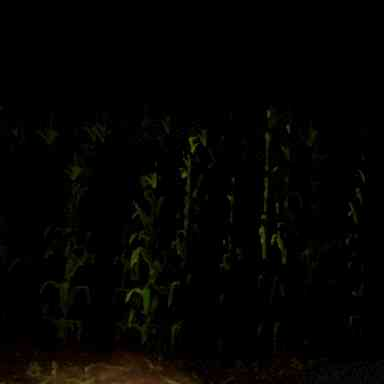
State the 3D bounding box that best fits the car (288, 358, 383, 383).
[{"bbox_3d":[3.017,1.807,2.336,4.674,1.442,1.812,3,-3,3],"label":"car"}]
